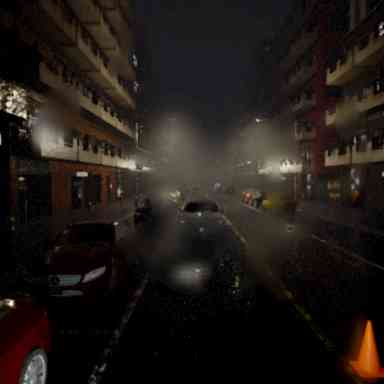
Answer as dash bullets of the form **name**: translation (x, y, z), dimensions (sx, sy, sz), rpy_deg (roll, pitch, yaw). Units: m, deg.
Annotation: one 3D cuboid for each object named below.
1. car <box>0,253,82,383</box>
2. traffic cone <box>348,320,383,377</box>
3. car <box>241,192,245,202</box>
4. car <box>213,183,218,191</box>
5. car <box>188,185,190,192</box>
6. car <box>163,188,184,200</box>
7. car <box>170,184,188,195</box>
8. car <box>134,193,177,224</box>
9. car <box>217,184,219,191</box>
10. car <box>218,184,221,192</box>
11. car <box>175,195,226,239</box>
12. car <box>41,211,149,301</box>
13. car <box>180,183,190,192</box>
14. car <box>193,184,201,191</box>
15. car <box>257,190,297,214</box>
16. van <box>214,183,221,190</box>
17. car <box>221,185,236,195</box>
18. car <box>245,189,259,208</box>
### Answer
- **car**: translation (-2.326, 1.512, 2.016), dimensions (1.802, 1.307, 4.206), rpy_deg (-1, 2, 1)
- **traffic cone**: translation (2.119, 1.832, 3.982), dimensions (0.340, 0.580, 0.340), rpy_deg (0, 2, 1)
- **car**: translation (6.401, 0.358, 35.491), dimensions (1.967, 1.590, 4.097), rpy_deg (-1, 2, 1)
- **car**: translation (6.867, -1.007, 80.285), dimensions (1.967, 1.590, 4.097), rpy_deg (-1, 2, 1)
- **car**: translation (-1.628, -0.571, 69.204), dimensions (2.008, 1.369, 4.403), rpy_deg (-1, 2, 1)
- **car**: translation (-2.035, 0.624, 30.011), dimensions (2.008, 1.369, 4.403), rpy_deg (-1, 2, 1)
- **car**: translation (-1.922, 0.047, 41.202), dimensions (2.192, 1.841, 5.009), rpy_deg (-1, 2, 1)
- **car**: translation (-2.152, 0.967, 18.813), dimensions (2.008, 1.369, 4.403), rpy_deg (-1, 2, 1)
- **car**: translation (6.753, -0.586, 69.259), dimensions (1.752, 1.417, 4.829), rpy_deg (-1, 2, 1)
- **car**: translation (6.693, -0.385, 63.491), dimensions (2.008, 1.369, 4.403), rpy_deg (-1, 2, 1)
- **car**: translation (0.407, 1.076, 14.546), dimensions (1.812, 1.442, 4.674), rpy_deg (0, 2, 1)
- **car**: translation (-2.268, 1.341, 7.615), dimensions (1.802, 1.307, 4.206), rpy_deg (-1, 2, 1)
- **car**: translation (-1.573, -0.977, 74.797), dimensions (2.192, 1.841, 5.009), rpy_deg (-1, 2, 1)
- **car**: translation (1.228, -1.223, 84.201), dimensions (2.097, 1.767, 4.553), rpy_deg (0, 2, 1)
- **car**: translation (6.287, 0.781, 24.465), dimensions (1.752, 1.417, 4.829), rpy_deg (-1, 2, 1)
- **van**: translation (6.982, -1.447, 91.480), dimensions (1.690, 1.788, 3.998), rpy_deg (-1, 2, 1)
- **car**: translation (6.635, -0.199, 57.891), dimensions (1.947, 1.339, 4.313), rpy_deg (-1, 2, 1)
- **car**: translation (6.344, 0.655, 29.896), dimensions (1.947, 1.339, 4.313), rpy_deg (-1, 2, 1)
